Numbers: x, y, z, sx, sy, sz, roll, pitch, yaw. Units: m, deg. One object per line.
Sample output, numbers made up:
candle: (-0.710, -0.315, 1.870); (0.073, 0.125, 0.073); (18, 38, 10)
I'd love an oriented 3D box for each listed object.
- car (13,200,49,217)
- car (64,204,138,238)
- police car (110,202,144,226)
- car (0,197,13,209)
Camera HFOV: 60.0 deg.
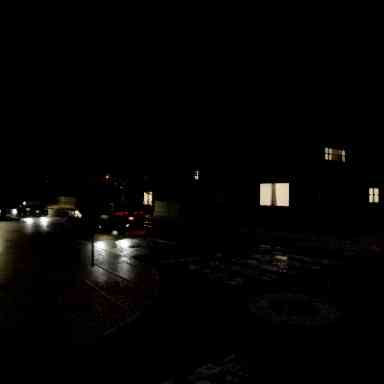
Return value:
car: (-14.069, 1.454, 29.289); (1.994, 1.385, 4.181); (1, 0, -37)
car: (-5.185, 1.486, 17.592); (2.033, 1.411, 5.357); (1, 0, -37)
police car: (-5.182, 1.472, 22.297); (2.038, 1.542, 4.974); (1, 0, -37)
car: (-23.310, 1.351, 41.572); (1.837, 1.490, 4.892); (1, -1, -37)
